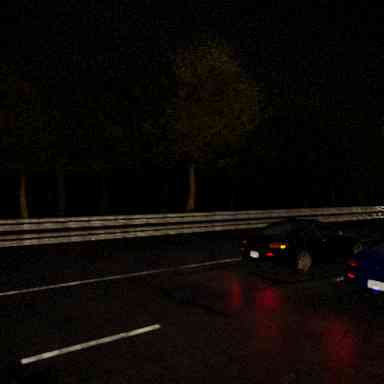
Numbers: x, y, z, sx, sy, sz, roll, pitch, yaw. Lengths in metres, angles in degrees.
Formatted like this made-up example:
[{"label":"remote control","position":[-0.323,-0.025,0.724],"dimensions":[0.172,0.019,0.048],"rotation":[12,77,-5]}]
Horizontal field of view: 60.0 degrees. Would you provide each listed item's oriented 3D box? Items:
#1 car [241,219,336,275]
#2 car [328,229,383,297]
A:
[{"label":"car","position":[3.618,1.589,10.625],"dimensions":[4.674,1.442,1.812],"rotation":[1,0,-35]},{"label":"car","position":[5.304,1.586,7.527],"dimensions":[4.674,1.442,1.812],"rotation":[1,0,-35]}]
